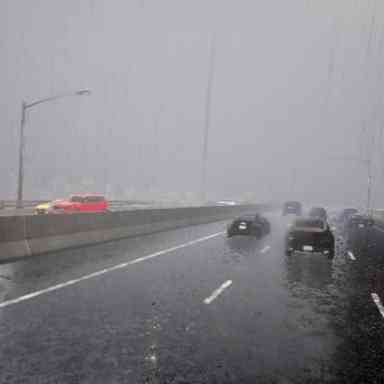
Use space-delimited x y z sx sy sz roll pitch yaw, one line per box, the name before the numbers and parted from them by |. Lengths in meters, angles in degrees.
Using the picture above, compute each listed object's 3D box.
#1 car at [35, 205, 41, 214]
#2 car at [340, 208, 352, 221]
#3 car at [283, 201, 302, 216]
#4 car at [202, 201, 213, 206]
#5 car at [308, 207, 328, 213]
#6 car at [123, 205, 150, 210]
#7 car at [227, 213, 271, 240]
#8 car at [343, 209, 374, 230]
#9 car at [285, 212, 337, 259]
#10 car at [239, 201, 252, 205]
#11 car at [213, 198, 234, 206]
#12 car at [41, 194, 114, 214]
car | -11.644 1.397 29.800 1.882 1.535 5.008 2 -1 21
car | 18.543 2.659 39.174 1.882 1.535 5.008 2 -1 23
car | 14.121 2.333 46.671 2.150 2.045 5.566 2 -1 22
car | 3.565 2.469 67.256 1.882 1.535 5.008 2 -1 23
car | 14.697 2.535 38.774 1.837 1.490 4.892 2 -1 22
car | -4.847 1.755 27.986 1.895 1.301 4.718 2 -1 21
car | 3.486 1.934 19.910 1.994 1.385 4.181 2 -1 21
car | 14.484 2.497 28.867 1.895 1.301 4.718 2 -1 22
car | 5.190 1.877 14.610 1.837 1.490 4.892 2 0 21
car | 10.834 2.612 66.491 2.097 1.767 4.553 2 -1 23
car | 6.651 2.306 65.551 2.150 2.045 5.566 2 -1 23
car | -9.013 1.204 26.905 2.150 2.045 5.566 2 -1 21
